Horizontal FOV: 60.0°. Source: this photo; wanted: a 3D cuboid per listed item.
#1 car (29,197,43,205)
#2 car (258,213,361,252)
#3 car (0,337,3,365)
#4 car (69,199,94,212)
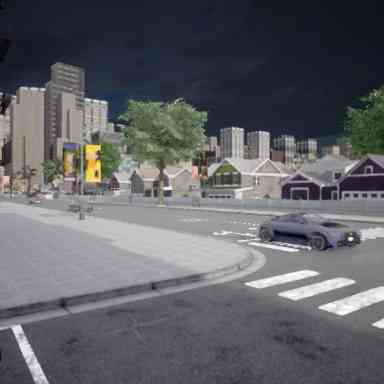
[{"bbox_3d":[-29.452,1.725,62.708,2.128,1.511,4.902,0,0,-35],"label":"car"},{"bbox_3d":[4.852,1.588,14.201,1.994,1.385,4.181,0,0,-35],"label":"car"},{"bbox_3d":[-4.232,1.439,3.171,4.097,1.590,1.967,0,0,-36],"label":"car"},{"bbox_3d":[-13.324,1.617,39.901,1.837,1.490,4.892,0,0,-35],"label":"car"}]
